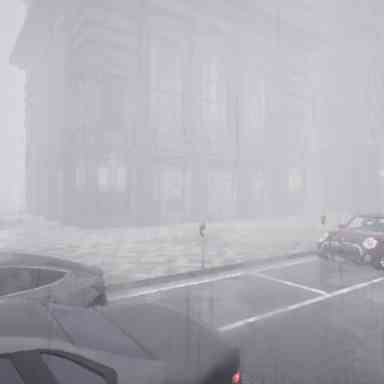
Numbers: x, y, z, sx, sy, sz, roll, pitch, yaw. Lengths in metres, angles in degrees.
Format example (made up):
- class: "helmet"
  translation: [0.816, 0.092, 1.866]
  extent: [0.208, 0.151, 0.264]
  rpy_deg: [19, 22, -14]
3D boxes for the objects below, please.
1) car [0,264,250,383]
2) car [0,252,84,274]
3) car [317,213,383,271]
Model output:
- class: "car"
  translation: [-2.019, 1.547, 1.935]
  extent: [5.357, 1.411, 2.033]
  rpy_deg: [0, 0, -36]
- class: "car"
  translation: [-3.248, 1.566, 4.329]
  extent: [4.313, 1.339, 1.947]
  rpy_deg: [0, 0, -35]
- class: "car"
  translation: [5.931, 1.441, 10.873]
  extent: [4.097, 1.590, 1.967]
  rpy_deg: [0, 0, -35]
